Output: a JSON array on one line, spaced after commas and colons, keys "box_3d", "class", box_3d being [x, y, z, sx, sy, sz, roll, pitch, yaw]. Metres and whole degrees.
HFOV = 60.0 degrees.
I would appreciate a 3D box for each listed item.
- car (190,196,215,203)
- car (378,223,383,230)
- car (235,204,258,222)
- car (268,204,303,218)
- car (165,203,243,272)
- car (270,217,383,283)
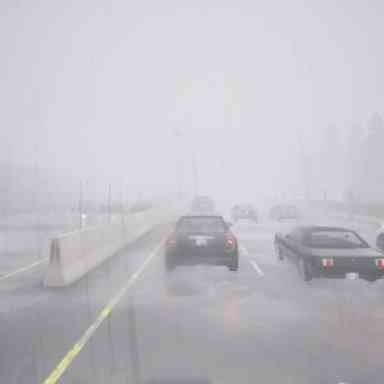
[{"box_3d": [1.033, 1.424, 32.793, 2.150, 2.045, 5.566, 0, 0, 2], "class": "car"}, {"box_3d": [7.259, 1.286, 9.012, 2.150, 2.045, 5.566, 0, 0, 2], "class": "car"}, {"box_3d": [4.389, 1.727, 28.541, 2.033, 1.411, 5.357, 0, 0, 2], "class": "car"}, {"box_3d": [7.888, 1.729, 28.433, 2.033, 1.411, 5.357, 0, 0, 2], "class": "car"}, {"box_3d": [0.338, 1.421, 11.254, 2.097, 1.767, 4.553, 0, 0, 2], "class": "car"}, {"box_3d": [3.791, 1.665, 9.905, 1.895, 1.301, 4.718, 0, 0, 2], "class": "car"}]
